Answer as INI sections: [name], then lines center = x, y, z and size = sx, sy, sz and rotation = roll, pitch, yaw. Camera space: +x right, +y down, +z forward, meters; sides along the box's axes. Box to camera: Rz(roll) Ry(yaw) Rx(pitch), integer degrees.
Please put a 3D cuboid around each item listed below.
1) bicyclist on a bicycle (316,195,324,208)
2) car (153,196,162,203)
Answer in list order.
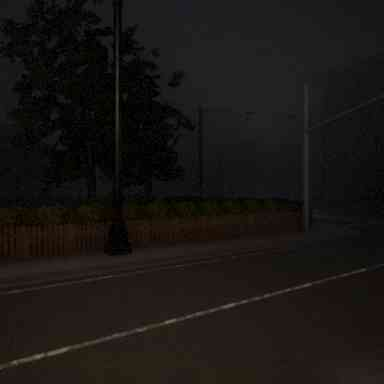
[bicyclist on a bicycle]
center = 16.171, 1.222, 42.079
size = 1.656, 1.620, 0.582
rotation = 0, 0, -35
[car]
center = -6.103, 1.468, 55.200
size = 1.812, 1.442, 4.674
rotation = 0, 0, -34
